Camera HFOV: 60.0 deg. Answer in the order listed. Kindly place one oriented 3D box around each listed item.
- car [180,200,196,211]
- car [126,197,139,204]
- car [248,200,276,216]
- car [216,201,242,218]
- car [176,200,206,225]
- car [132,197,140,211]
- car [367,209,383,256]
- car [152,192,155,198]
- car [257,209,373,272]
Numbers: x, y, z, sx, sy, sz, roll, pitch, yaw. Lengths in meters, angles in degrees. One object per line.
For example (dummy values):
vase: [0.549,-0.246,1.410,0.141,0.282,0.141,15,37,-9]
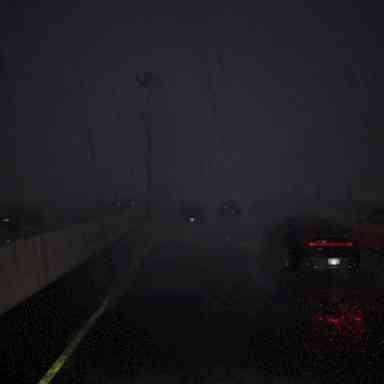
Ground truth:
car: [-0.506,1.644,41.557,1.895,1.301,4.718,0,0,-1]
car: [-11.676,1.626,65.614,1.994,1.385,4.181,0,0,-1]
car: [6.732,1.524,32.268,2.128,1.511,4.902,0,0,-2]
car: [3.289,1.522,30.244,2.128,1.511,4.902,0,0,-2]
car: [-0.045,1.531,24.076,1.837,1.490,4.892,0,0,-1]
car: [-7.676,1.393,40.547,2.097,1.767,4.553,0,0,-1]
car: [7.099,1.363,11.544,2.097,1.767,4.553,0,0,0]
car: [-8.535,0.925,81.536,2.150,2.045,5.566,0,0,-1]
car: [3.601,1.516,10.860,1.837,1.490,4.892,0,0,0]
